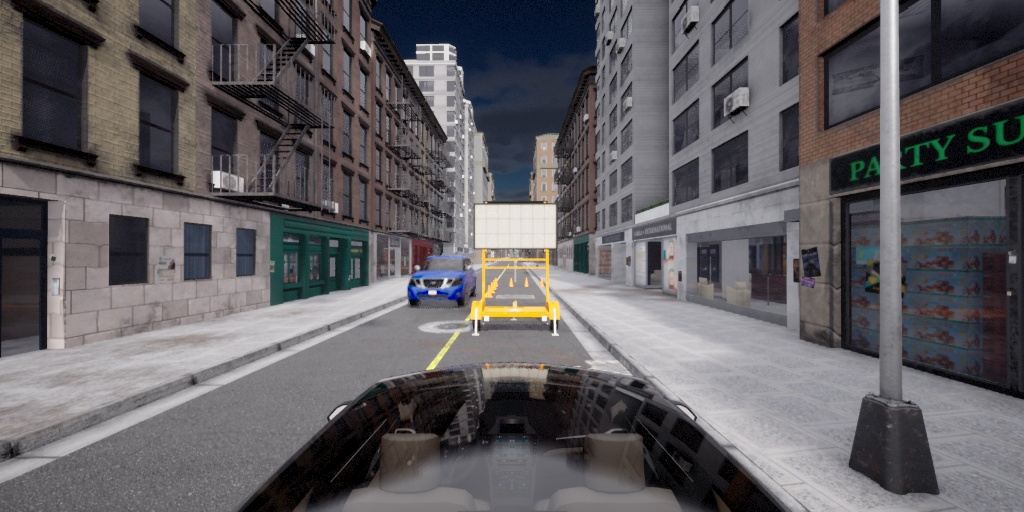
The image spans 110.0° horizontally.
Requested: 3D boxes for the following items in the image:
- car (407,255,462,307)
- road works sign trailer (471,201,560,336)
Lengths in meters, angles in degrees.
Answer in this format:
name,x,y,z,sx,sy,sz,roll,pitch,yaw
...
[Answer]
name,x,y,z,sx,sy,sz,roll,pitch,yaw
car,-2.913,0.971,9.581,2.150,2.045,5.566,0,0,1
road works sign trailer,0.102,0.214,10.421,2.380,3.560,2.880,0,0,1
